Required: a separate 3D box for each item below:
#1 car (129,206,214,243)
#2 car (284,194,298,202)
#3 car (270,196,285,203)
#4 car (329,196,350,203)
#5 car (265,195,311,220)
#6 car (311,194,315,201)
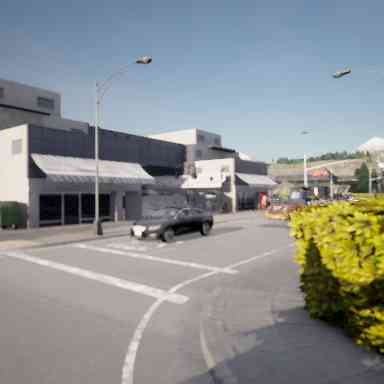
[{"bbox_3d":[-0.823,1.451,15.852,2.128,1.511,4.902,-1,0,36],"label":"car"},{"bbox_3d":[26.680,1.607,89.475,1.932,1.855,4.605,-1,-1,37],"label":"car"},{"bbox_3d":[19.080,1.682,73.852,1.970,1.475,3.806,-1,-1,37],"label":"car"},{"bbox_3d":[18.020,1.466,40.752,1.994,1.385,4.181,-1,-1,37],"label":"car"},{"bbox_3d":[7.763,1.329,27.287,2.097,1.767,4.553,-1,-1,37],"label":"car"},{"bbox_3d":[26.237,1.711,77.299,2.007,1.523,4.514,-1,-1,37],"label":"car"}]
